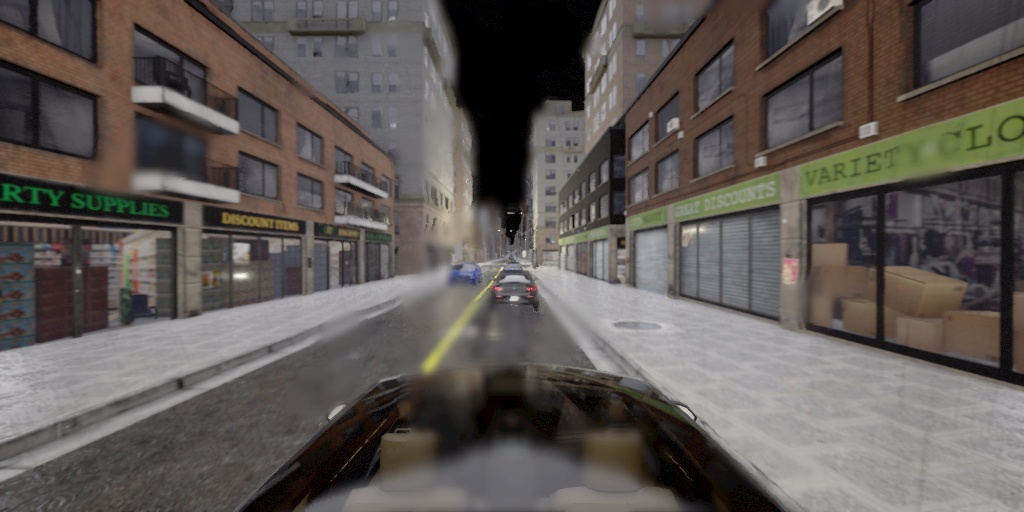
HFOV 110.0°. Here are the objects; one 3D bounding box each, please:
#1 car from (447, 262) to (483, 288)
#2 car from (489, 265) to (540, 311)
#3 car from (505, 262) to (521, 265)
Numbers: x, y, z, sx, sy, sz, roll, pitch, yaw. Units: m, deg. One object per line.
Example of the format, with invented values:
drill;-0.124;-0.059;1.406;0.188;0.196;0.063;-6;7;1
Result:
car;-3.066;1.200;23.926;1.882;1.535;5.008;0;0;0
car;0.098;1.261;14.276;1.812;1.442;4.674;0;0;0
car;0.093;1.257;31.744;2.033;1.411;5.357;0;0;0
